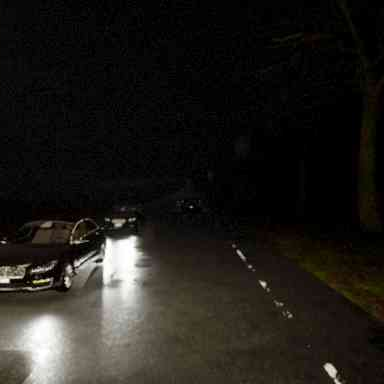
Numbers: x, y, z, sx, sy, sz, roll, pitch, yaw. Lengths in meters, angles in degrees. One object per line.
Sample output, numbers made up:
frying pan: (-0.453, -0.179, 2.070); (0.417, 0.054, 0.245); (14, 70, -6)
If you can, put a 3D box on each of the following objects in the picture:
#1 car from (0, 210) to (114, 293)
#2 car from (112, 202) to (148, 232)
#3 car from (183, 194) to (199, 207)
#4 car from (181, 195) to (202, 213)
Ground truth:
car: (-3.638, 1.455, 8.872); (1.837, 1.490, 4.892); (0, 0, 0)
car: (-3.684, 1.366, 19.077); (2.128, 1.511, 4.902); (0, 0, 0)
car: (-0.145, 1.091, 45.153); (2.128, 1.511, 4.902); (0, 1, 0)
car: (-0.067, 1.310, 32.483); (1.994, 1.385, 4.181); (0, 1, 0)
